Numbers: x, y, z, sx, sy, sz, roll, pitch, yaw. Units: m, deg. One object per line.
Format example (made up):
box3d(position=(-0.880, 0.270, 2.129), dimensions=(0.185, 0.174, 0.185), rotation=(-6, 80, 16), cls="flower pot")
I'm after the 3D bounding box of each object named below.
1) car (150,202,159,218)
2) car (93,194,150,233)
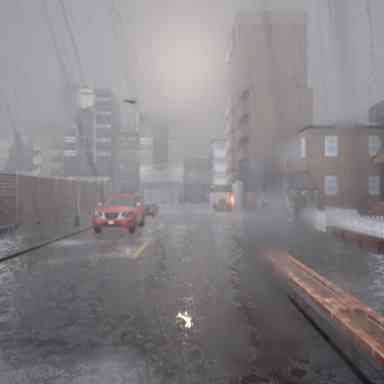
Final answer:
box3d(position=(-4.082, 1.531, 29.814), dimensions=(1.895, 1.301, 4.718), rotation=(0, 0, 0), cls="car")
box3d(position=(-4.099, 1.176, 19.613), dimensions=(2.150, 2.045, 5.566), rotation=(0, 0, 0), cls="car")
